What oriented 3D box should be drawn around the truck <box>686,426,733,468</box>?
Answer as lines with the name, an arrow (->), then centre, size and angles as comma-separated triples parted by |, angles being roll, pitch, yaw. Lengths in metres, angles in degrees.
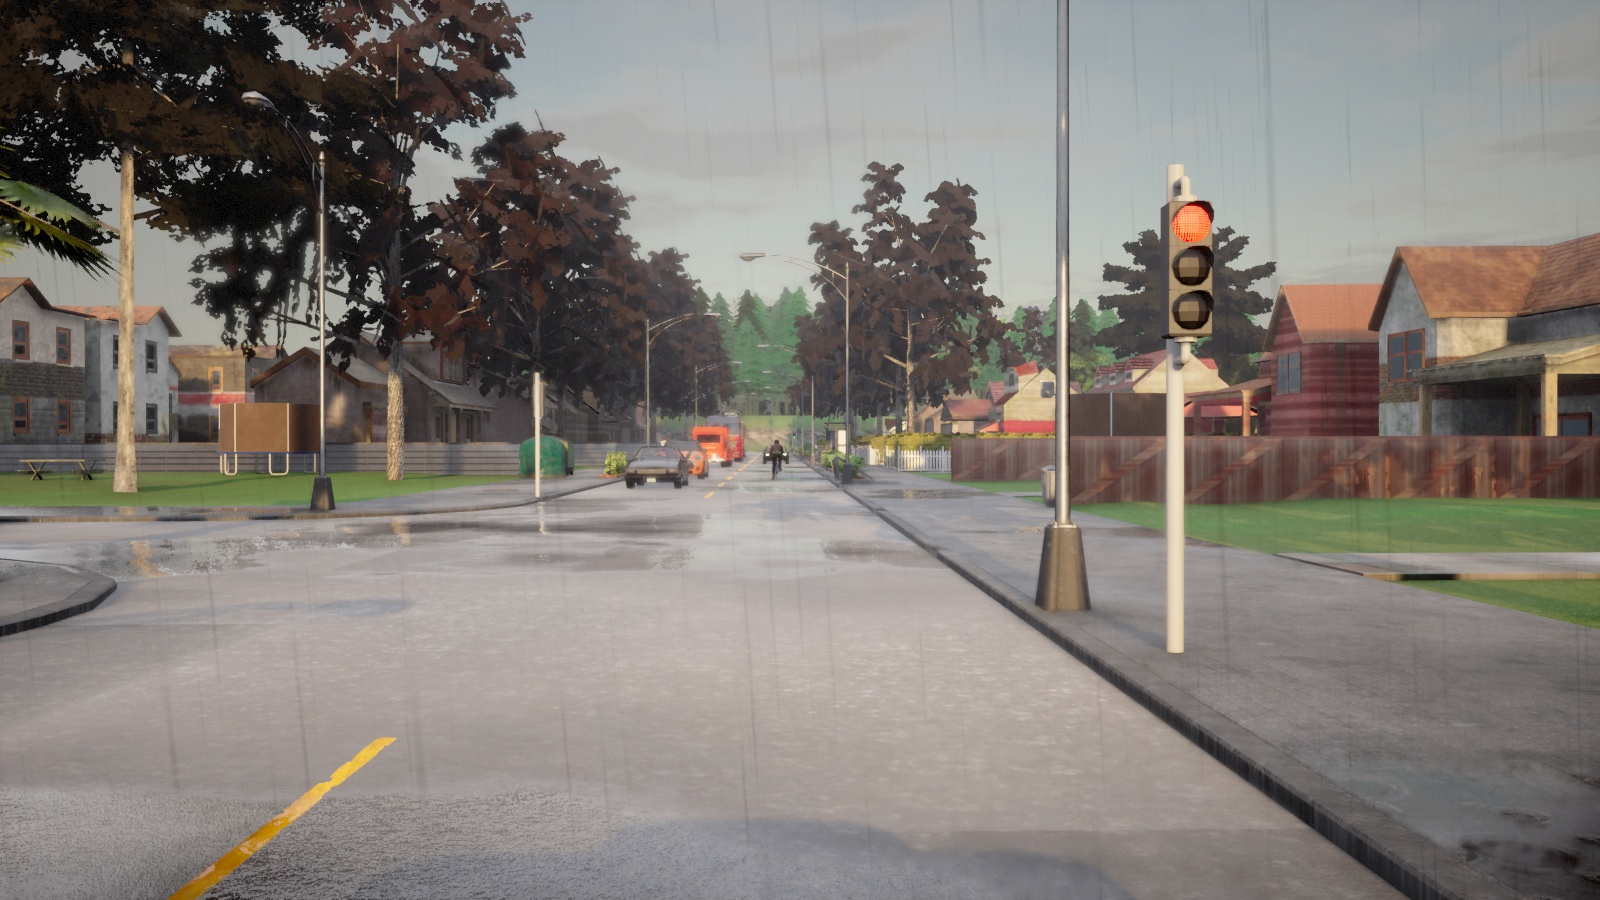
truck -> -5.450, -0.175, 76.313 | 2.627, 2.467, 5.204 | 0, 0, -1

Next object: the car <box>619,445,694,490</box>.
car -> -4.789, 0.549, 42.690 | 2.033, 1.411, 5.357 | 0, 0, -1

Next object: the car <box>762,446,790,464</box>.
car -> -1.717, 0.338, 89.893 | 1.895, 1.301, 4.718 | 0, 0, -1

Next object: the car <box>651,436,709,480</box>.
car -> -4.985, 0.303, 52.843 | 2.097, 1.767, 4.553 | 0, 0, -1

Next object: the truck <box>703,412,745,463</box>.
truck -> -5.878, -0.976, 98.014 | 2.891, 3.827, 8.468 | 0, 0, -1
